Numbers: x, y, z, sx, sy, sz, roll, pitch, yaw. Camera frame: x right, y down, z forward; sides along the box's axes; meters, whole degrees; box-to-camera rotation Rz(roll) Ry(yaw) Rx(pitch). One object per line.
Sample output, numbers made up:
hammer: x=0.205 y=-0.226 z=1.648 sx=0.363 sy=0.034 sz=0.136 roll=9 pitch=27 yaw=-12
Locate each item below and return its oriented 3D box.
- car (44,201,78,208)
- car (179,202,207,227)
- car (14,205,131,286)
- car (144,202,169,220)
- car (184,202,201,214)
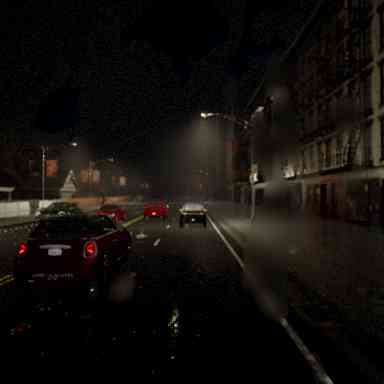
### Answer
car: x=-9.811 y=1.520 z=24.843 sx=2.097 sy=1.767 sz=4.553 roll=0 pitch=0 yaw=0
car: x=0.072 y=1.657 z=24.381 sx=2.128 sy=1.511 sz=4.902 roll=0 pitch=0 yaw=0
car: x=-3.161 y=1.423 z=9.797 sx=2.097 sy=1.767 sz=4.553 roll=0 pitch=0 yaw=0
car: x=-3.184 y=1.679 z=30.320 sx=1.882 sy=1.535 sz=5.008 roll=0 pitch=0 yaw=0
car: x=0.053 y=1.860 z=40.392 sx=1.895 sy=1.301 sz=4.718 roll=0 pitch=0 yaw=0
